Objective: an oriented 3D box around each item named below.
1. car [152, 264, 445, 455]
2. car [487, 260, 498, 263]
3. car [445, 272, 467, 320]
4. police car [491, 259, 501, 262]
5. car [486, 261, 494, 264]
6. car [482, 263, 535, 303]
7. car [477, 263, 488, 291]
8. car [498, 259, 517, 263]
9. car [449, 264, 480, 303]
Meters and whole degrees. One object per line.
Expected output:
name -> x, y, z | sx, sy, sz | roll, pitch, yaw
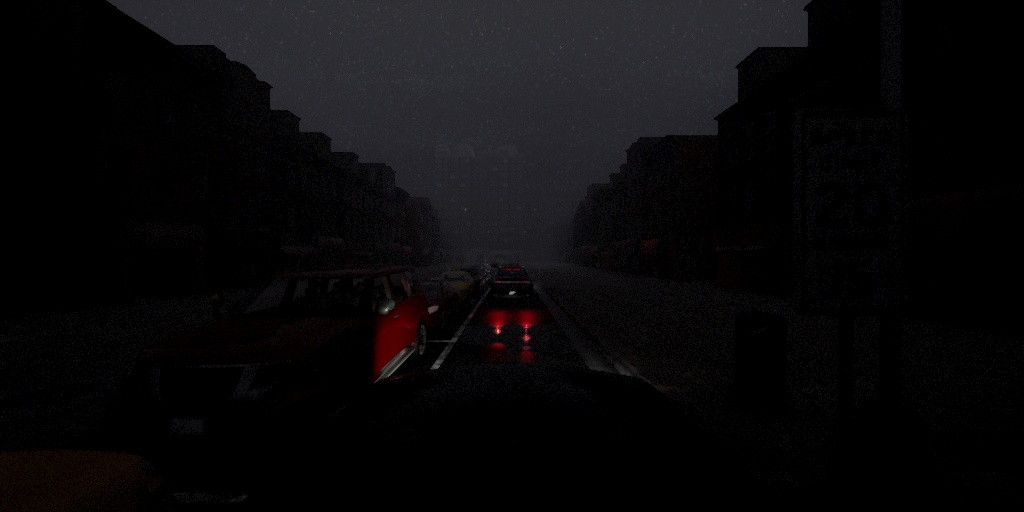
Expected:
car -> -2.638, 1.063, 5.426 | 2.192, 1.841, 5.009 | 0, 0, 0
car -> -2.638, 1.302, 32.687 | 2.007, 1.370, 4.403 | 0, 0, 0
car -> -2.638, 1.331, 10.878 | 1.802, 1.307, 4.207 | 0, 0, 0
police car -> -2.750, 1.181, 52.148 | 1.930, 1.638, 5.238 | 0, 0, 0
car -> -2.638, 1.317, 27.234 | 1.948, 1.339, 4.313 | 0, 0, 0
car -> 0.000, 1.246, 16.501 | 2.128, 1.511, 4.902 | 0, 0, 0
car -> -2.638, 1.316, 21.782 | 1.948, 1.339, 4.313 | 0, 0, 0
car -> 0.000, 1.269, 31.501 | 1.837, 1.490, 4.892 | 0, 0, 0
car -> -2.638, 1.275, 16.161 | 1.751, 1.417, 4.829 | 0, 0, 0
